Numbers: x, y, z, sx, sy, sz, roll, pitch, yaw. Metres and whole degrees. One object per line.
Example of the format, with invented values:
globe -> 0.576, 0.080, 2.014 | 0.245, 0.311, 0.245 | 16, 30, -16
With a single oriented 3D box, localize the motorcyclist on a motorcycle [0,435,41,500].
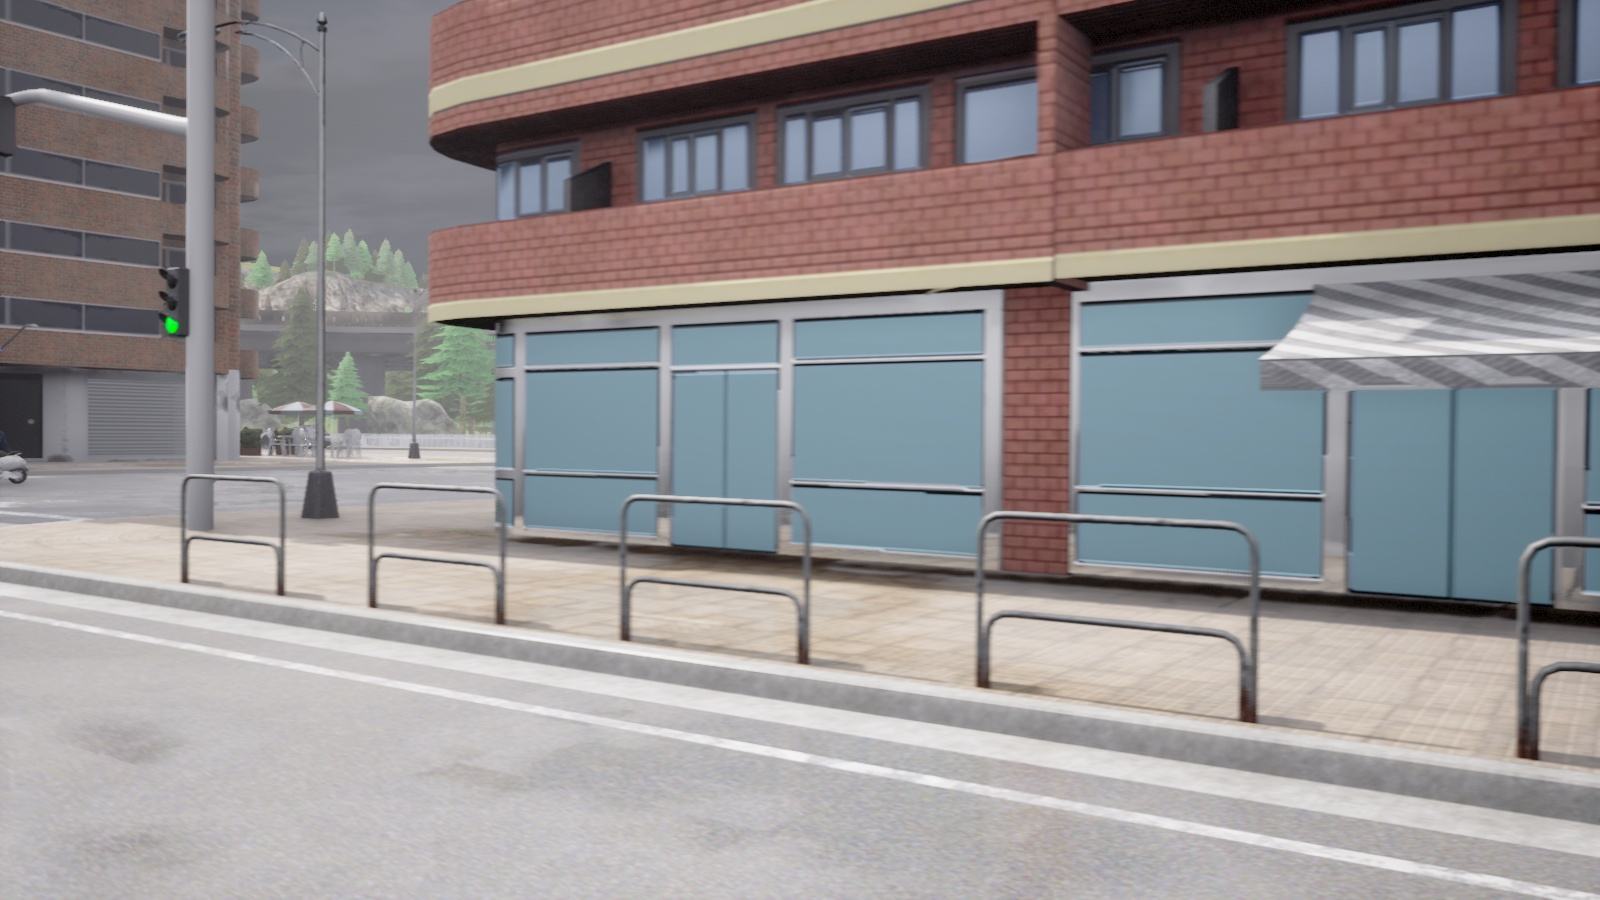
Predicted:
motorcyclist on a motorcycle -> -20.102, 0.440, 31.285 | 0.866, 1.590, 1.817 | 0, 1, 34

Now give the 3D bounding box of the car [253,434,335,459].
car -> -34.048, -0.240, 84.570 | 4.856, 1.649, 2.033 | 0, 1, 15
